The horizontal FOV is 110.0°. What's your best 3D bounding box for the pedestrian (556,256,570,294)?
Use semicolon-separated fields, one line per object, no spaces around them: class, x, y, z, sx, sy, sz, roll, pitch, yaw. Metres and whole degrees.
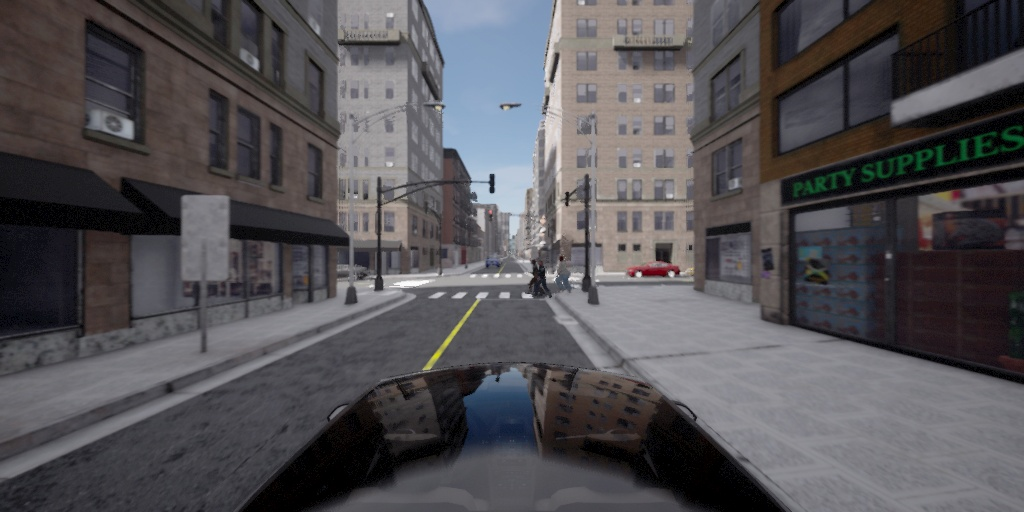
pedestrian;2.461;0.871;17.174;0.375;1.860;0.375;0;0;0

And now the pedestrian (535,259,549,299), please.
pedestrian;1.390;1.025;16.574;0.375;1.860;0.375;0;0;0

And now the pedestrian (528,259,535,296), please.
pedestrian;1.096;1.023;17.774;0.375;1.860;0.375;0;0;0

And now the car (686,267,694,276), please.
car;17.458;1.078;31.017;4.829;1.417;1.751;0;0;0

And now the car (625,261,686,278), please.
car;12.136;1.151;31.054;4.507;1.381;1.888;0;0;0

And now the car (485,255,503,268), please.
car;-3.059;0.861;57.334;2.150;2.045;5.566;0;0;1

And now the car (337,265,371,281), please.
car;-14.627;1.418;31.236;4.403;1.370;2.007;0;0;0
